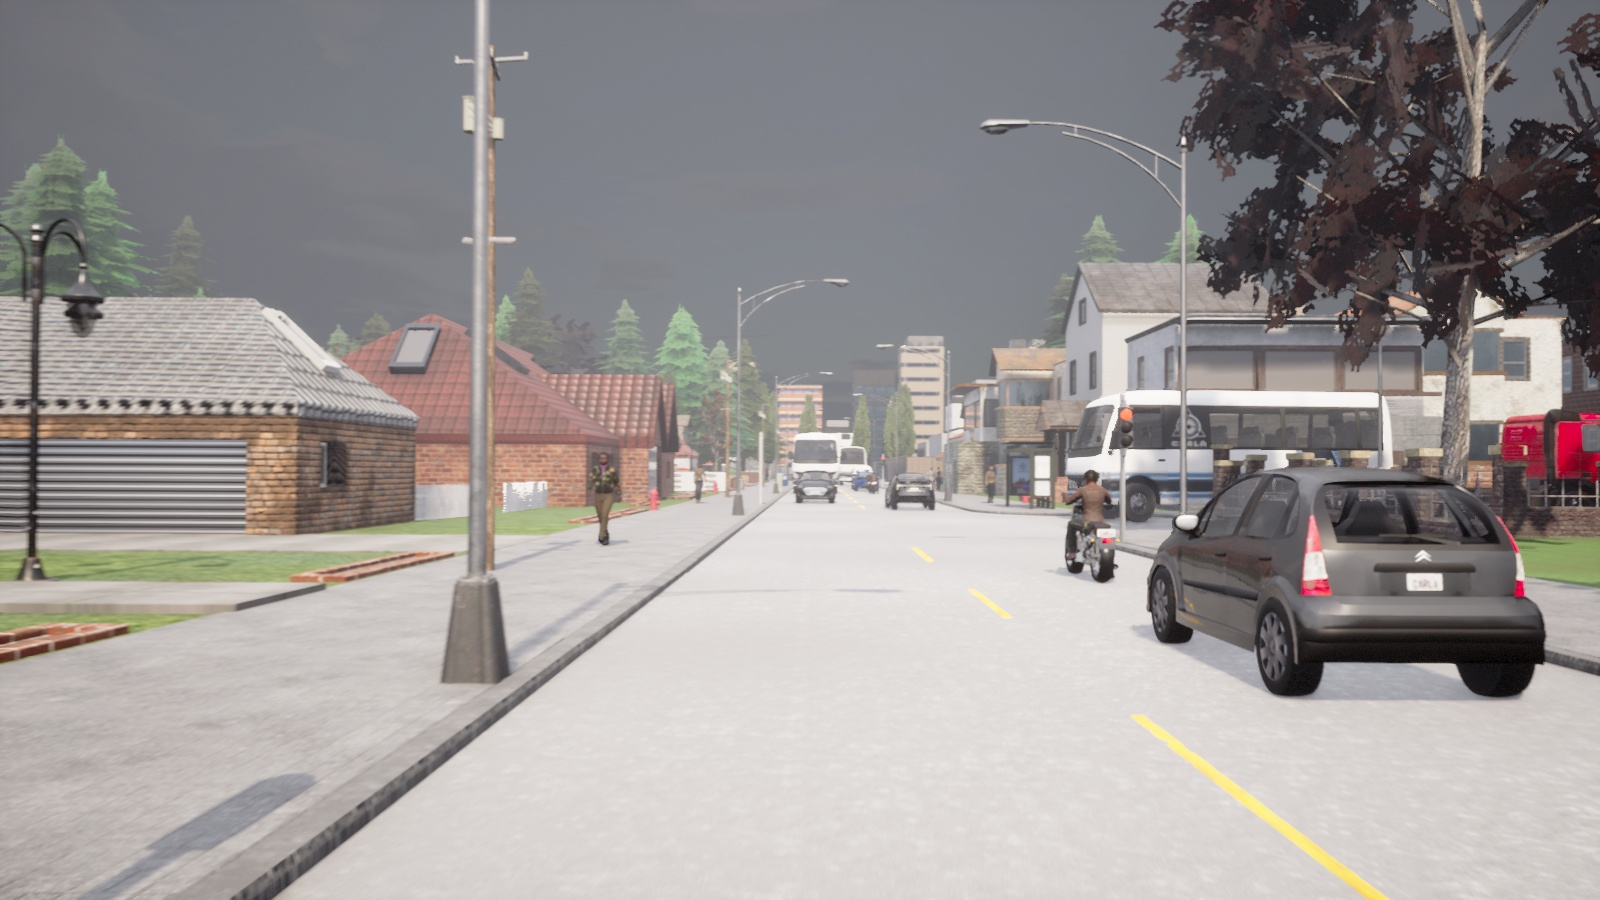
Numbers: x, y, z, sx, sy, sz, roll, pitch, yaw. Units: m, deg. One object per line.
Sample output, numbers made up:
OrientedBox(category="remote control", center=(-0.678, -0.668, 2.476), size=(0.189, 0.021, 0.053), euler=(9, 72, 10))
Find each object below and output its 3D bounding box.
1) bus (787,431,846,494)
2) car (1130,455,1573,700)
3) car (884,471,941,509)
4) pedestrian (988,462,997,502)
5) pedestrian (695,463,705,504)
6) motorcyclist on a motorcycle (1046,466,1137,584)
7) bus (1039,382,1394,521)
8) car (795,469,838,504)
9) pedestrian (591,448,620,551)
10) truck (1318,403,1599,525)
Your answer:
OrientedBox(category="bus", center=(1.200, 0.936, 89.582), size=(3.944, 4.253, 10.273), euler=(0, -1, 1))
OrientedBox(category="car", center=(4.177, 0.875, 10.320), size=(1.851, 1.617, 3.988), euler=(0, -1, 0))
OrientedBox(category="car", center=(4.671, 1.633, 52.760), size=(2.007, 1.525, 4.514), euler=(0, -1, 0))
OrientedBox(category="pedestrian", center=(8.925, 1.475, 58.154), size=(0.331, 1.846, 0.634), euler=(0, -1, 0))
OrientedBox(category="pedestrian", center=(-4.377, 1.457, 55.001), size=(0.328, 1.805, 0.869), euler=(0, -1, 1))
OrientedBox(category="motorcyclist on a motorcycle", center=(4.294, 1.067, 18.669), size=(0.766, 1.649, 2.350), euler=(0, -1, -1))
OrientedBox(category="bus", center=(13.415, 0.092, 41.107), size=(10.273, 4.253, 3.944), euler=(0, -2, -6))
OrientedBox(category="car", center=(0.850, 1.789, 62.481), size=(2.033, 1.649, 4.856), euler=(0, -1, 1))
OrientedBox(category="pedestrian", center=(-3.719, 0.937, 24.022), size=(0.395, 1.930, 0.692), euler=(0, -1, 5))
OrientedBox(category="truck", center=(19.931, 0.404, 37.232), size=(7.936, 3.462, 2.891), euler=(0, -1, -3))
